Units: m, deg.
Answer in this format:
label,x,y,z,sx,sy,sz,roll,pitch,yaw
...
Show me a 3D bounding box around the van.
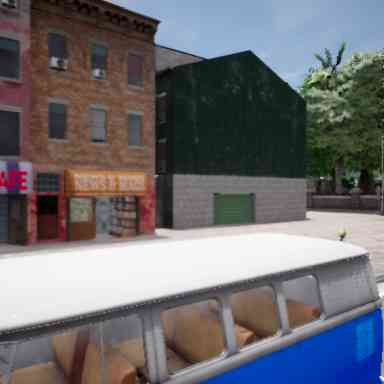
label,x,y,z,sx,sy,sz,roll,pitch,yaw
van,-0.042,1.340,2.780,3.998,1.788,1.690,0,0,-35
